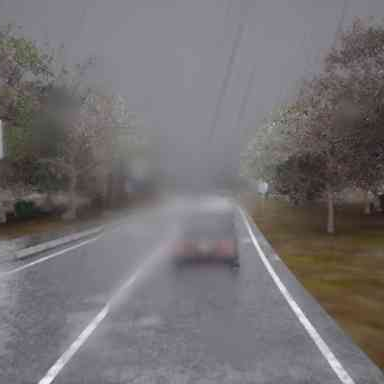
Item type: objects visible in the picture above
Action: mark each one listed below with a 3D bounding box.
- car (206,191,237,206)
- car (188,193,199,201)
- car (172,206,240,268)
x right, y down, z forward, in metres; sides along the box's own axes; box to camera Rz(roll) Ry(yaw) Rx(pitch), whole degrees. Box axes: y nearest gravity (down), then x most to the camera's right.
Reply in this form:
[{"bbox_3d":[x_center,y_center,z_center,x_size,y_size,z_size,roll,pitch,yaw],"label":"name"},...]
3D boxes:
[{"bbox_3d":[2.366,0.894,26.522,2.150,2.045,5.566,0,1,7],"label":"car"},{"bbox_3d":[0.209,0.849,58.252,2.033,1.411,5.357,0,1,-2],"label":"car"},{"bbox_3d":[0.577,1.410,10.793,2.033,1.411,5.357,0,1,6],"label":"car"}]
